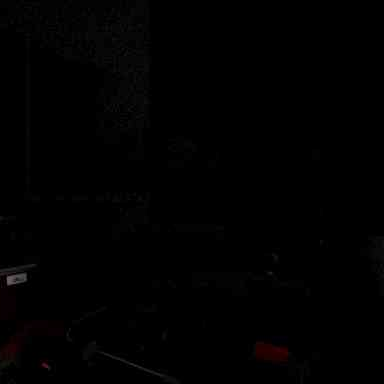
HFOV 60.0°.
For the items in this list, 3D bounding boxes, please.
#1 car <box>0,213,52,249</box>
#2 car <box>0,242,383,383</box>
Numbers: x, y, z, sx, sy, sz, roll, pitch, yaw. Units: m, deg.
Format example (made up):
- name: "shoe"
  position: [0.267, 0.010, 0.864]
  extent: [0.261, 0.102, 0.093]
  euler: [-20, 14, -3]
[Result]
- name: "car"
  position: [-4.423, 1.315, 6.101]
  extent: [5.009, 1.841, 2.192]
  euler: [0, 0, 35]
- name: "car"
  position: [0.010, 1.440, 2.952]
  extent: [4.097, 1.590, 1.967]
  euler: [0, 0, 35]
